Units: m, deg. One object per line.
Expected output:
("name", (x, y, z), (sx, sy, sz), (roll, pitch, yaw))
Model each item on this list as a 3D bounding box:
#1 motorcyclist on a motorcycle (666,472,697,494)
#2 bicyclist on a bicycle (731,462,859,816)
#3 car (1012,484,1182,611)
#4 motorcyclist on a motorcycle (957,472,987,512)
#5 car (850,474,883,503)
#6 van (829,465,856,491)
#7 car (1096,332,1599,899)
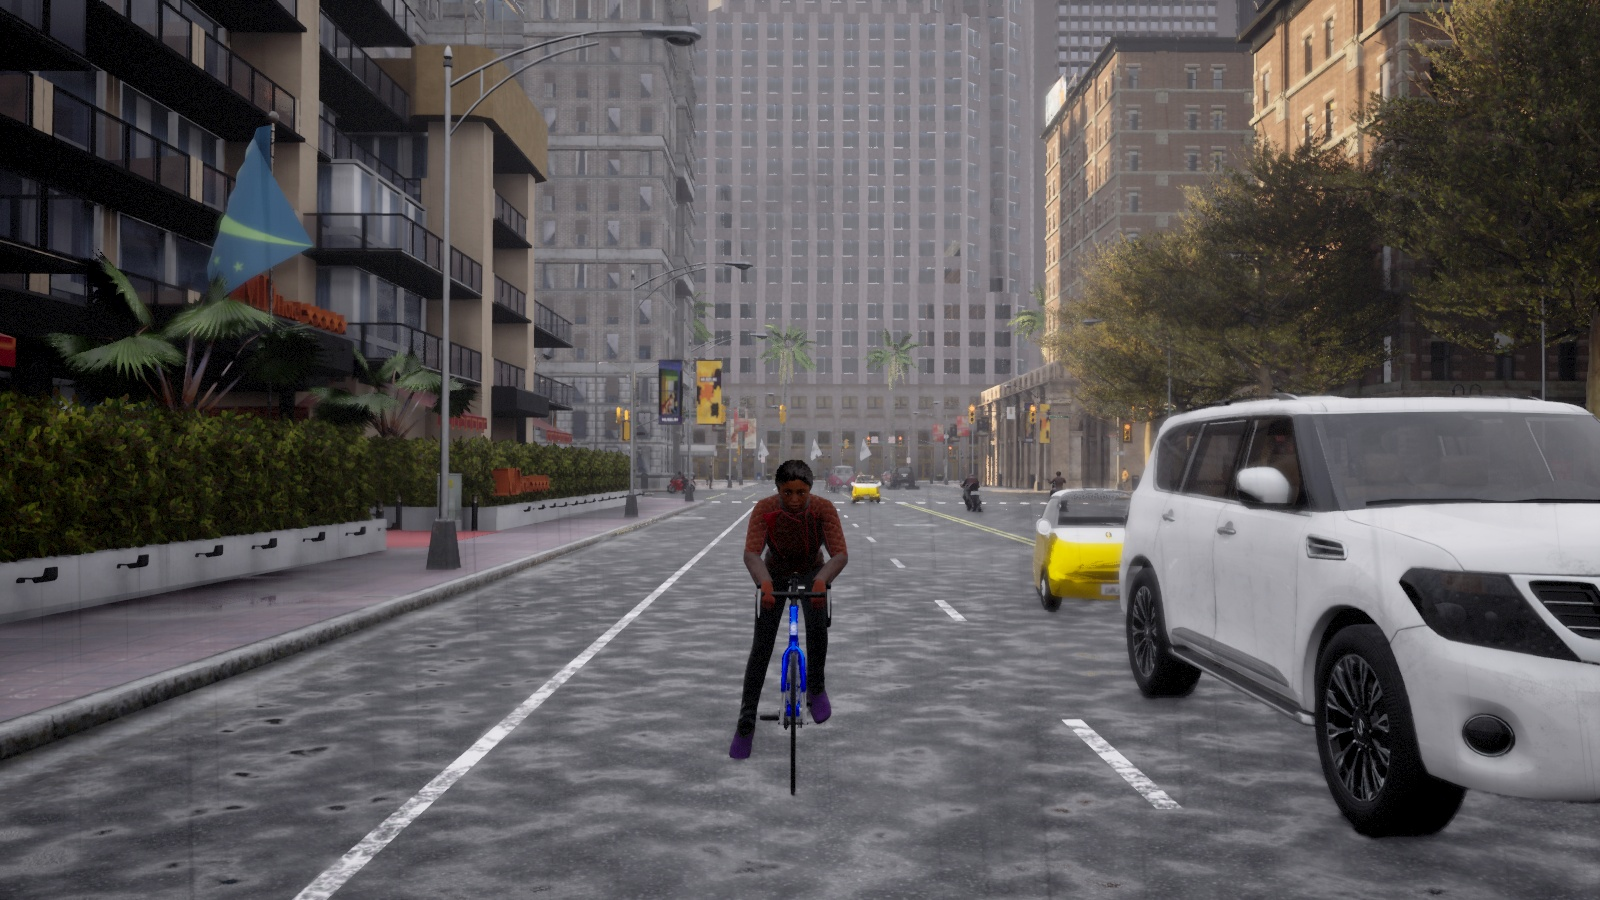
("motorcyclist on a motorcycle", (-8.206, 2.286, 86.958), (2.044, 1.523, 0.797), (0, -1, -22))
("bicyclist on a bicycle", (-0.026, 0.878, 6.609), (0.582, 1.620, 1.656), (0, -1, 0))
("car", (3.445, 1.105, 14.898), (1.481, 1.376, 2.207), (0, -1, 0))
("motorcyclist on a motorcycle", (6.820, 1.657, 49.830), (0.866, 1.530, 2.191), (0, -1, 0))
("car", (3.275, 1.900, 62.333), (1.481, 1.376, 2.207), (0, -1, 0))
("van", (3.304, 2.200, 98.260), (1.775, 1.987, 4.442), (0, -1, -3))
("car", (3.470, 0.642, 7.276), (2.150, 2.045, 5.566), (0, -1, 0))
